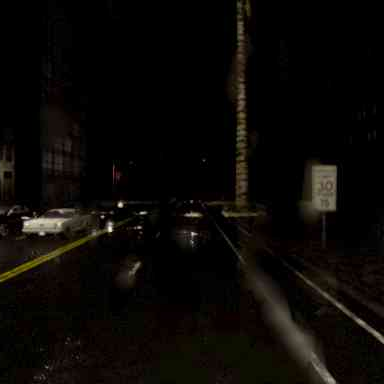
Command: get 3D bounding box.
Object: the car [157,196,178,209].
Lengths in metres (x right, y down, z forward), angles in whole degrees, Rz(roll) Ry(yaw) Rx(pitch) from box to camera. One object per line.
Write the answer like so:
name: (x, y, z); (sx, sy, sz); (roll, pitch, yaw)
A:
car: (-3.180, 1.402, 40.986); (1.994, 1.385, 4.181); (0, 0, 1)

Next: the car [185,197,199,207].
car: (-0.018, 1.421, 47.795); (1.895, 1.301, 4.718); (0, 0, 0)

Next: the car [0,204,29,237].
car: (-9.860, 1.411, 17.381); (2.128, 1.511, 4.902); (0, 0, 0)

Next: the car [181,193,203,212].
car: (-0.018, 1.072, 36.690); (2.150, 2.045, 5.566); (0, 0, 0)

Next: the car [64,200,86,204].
car: (-9.847, 1.404, 27.855); (1.812, 1.442, 4.674); (0, 0, 0)

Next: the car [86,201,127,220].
car: (-6.607, 1.429, 27.196); (2.033, 1.411, 5.357); (0, 0, 0)

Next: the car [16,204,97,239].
car: (-6.609, 1.523, 16.878); (1.895, 1.301, 4.718); (0, 0, 0)

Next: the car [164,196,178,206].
car: (-3.185, 1.374, 51.279); (1.994, 1.385, 4.181); (0, 0, 0)
